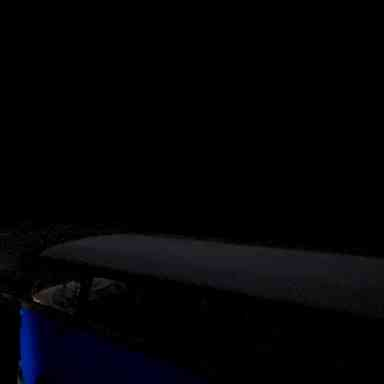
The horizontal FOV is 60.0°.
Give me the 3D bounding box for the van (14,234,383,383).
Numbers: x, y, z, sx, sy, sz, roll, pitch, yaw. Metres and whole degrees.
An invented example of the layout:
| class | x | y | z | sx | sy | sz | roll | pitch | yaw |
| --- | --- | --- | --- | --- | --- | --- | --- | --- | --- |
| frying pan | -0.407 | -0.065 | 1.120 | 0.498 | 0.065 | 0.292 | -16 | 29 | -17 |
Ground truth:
| class | x | y | z | sx | sy | sz | roll | pitch | yaw |
| --- | --- | --- | --- | --- | --- | --- | --- | --- | --- |
| van | 0.088 | 1.354 | 2.904 | 3.998 | 1.788 | 1.690 | -1 | 0 | 36 |
